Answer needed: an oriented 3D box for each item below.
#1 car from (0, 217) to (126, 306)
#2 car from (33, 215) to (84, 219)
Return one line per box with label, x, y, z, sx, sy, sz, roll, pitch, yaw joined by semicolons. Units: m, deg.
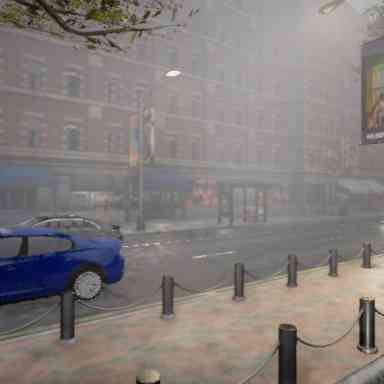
car;-3.850;1.481;6.773;5.008;1.535;1.882;0;0;-35
car;-4.594;1.503;10.585;4.902;1.511;2.128;0;0;-35
